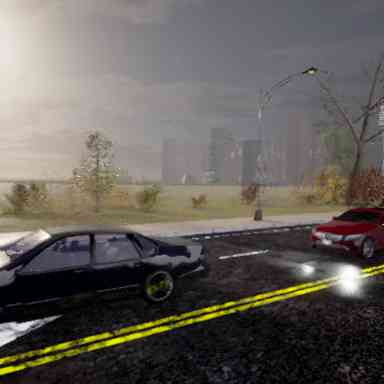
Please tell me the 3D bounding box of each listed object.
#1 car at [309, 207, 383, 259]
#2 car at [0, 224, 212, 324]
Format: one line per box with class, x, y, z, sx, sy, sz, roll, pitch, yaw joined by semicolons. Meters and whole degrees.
car;6.159;1.286;11.683;4.674;1.442;1.812;-1;2;-33
car;-2.178;1.348;6.125;5.357;1.411;2.033;0;2;-34
